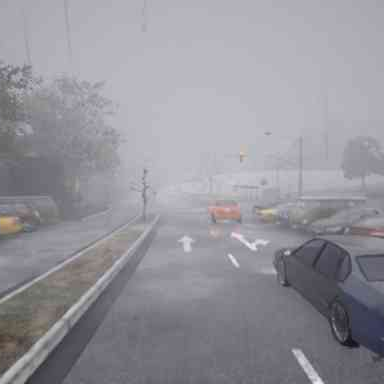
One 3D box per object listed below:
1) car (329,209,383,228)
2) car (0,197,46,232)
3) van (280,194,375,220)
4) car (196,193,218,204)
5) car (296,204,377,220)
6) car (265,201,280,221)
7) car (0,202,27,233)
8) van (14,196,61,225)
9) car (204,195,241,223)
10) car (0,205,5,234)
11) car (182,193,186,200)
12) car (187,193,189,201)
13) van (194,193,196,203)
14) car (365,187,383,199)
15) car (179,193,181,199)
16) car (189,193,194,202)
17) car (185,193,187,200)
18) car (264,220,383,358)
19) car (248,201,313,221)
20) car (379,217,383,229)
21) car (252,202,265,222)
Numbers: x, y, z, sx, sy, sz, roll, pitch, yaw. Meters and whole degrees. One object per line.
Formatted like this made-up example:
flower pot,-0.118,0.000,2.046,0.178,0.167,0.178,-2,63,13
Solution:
car,7.598,1.502,11.949,4.674,1.452,2.002,1,0,-22
car,-10.905,1.363,18.679,4.553,1.767,2.185,-1,0,-22
van,7.310,1.227,17.938,4.442,1.987,1.878,1,0,-22
car,3.758,1.476,64.716,4.553,1.767,2.185,0,0,-28
car,7.525,1.460,14.966,4.892,1.521,2.231,1,0,-22
car,7.323,1.325,21.014,4.553,1.767,2.185,1,0,-23
car,-10.993,1.491,15.639,5.366,1.575,1.946,-1,0,-22
van,-10.964,1.260,21.672,4.442,1.987,1.878,-1,0,-22
car,2.361,1.323,25.428,2.097,1.767,4.553,0,0,-3
car,-10.554,1.488,12.821,5.366,1.575,1.946,-1,0,-21
car,1.284,1.302,82.611,5.566,2.045,2.435,0,0,-28
car,2.584,1.326,73.692,5.566,2.045,2.435,0,0,-28
van,3.293,1.367,67.658,4.442,1.987,1.878,0,0,-28
car,22.361,0.163,38.498,2.002,1.452,4.674,-7,4,-28
car,-0.530,1.408,94.457,4.553,1.767,2.185,1,0,-28
car,2.960,1.334,70.678,5.566,2.045,2.435,1,0,-28
car,1.858,1.559,79.714,5.366,1.575,1.946,0,0,-28
car,3.027,1.539,6.221,2.033,1.411,5.357,0,0,-1
car,7.177,1.478,27.002,4.792,1.488,2.163,1,0,-23
car,7.673,1.507,8.925,4.674,1.452,2.002,1,0,-21
car,6.980,1.441,23.947,5.366,1.575,1.946,1,0,-23
